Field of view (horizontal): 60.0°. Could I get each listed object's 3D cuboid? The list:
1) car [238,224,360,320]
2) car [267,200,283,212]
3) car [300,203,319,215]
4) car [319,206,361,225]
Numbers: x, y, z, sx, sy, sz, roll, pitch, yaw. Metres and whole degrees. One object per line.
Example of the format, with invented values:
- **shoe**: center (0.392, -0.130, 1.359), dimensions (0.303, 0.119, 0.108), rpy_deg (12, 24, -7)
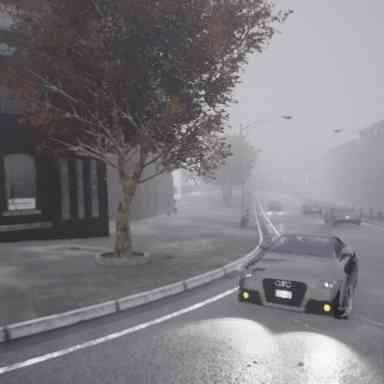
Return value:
- **car**: center (2.627, 1.646, 7.605), dimensions (1.994, 1.385, 4.181), rpy_deg (-1, -1, 30)
- **car**: center (11.724, 1.958, 47.254), dimensions (1.837, 1.490, 4.892), rpy_deg (-2, 1, 10)
- **car**: center (14.086, 1.972, 39.455), dimensions (1.994, 1.385, 4.181), rpy_deg (-2, 0, 10)
- **car**: center (11.656, 1.839, 26.050), dimensions (1.994, 1.385, 4.181), rpy_deg (-2, -1, 11)
